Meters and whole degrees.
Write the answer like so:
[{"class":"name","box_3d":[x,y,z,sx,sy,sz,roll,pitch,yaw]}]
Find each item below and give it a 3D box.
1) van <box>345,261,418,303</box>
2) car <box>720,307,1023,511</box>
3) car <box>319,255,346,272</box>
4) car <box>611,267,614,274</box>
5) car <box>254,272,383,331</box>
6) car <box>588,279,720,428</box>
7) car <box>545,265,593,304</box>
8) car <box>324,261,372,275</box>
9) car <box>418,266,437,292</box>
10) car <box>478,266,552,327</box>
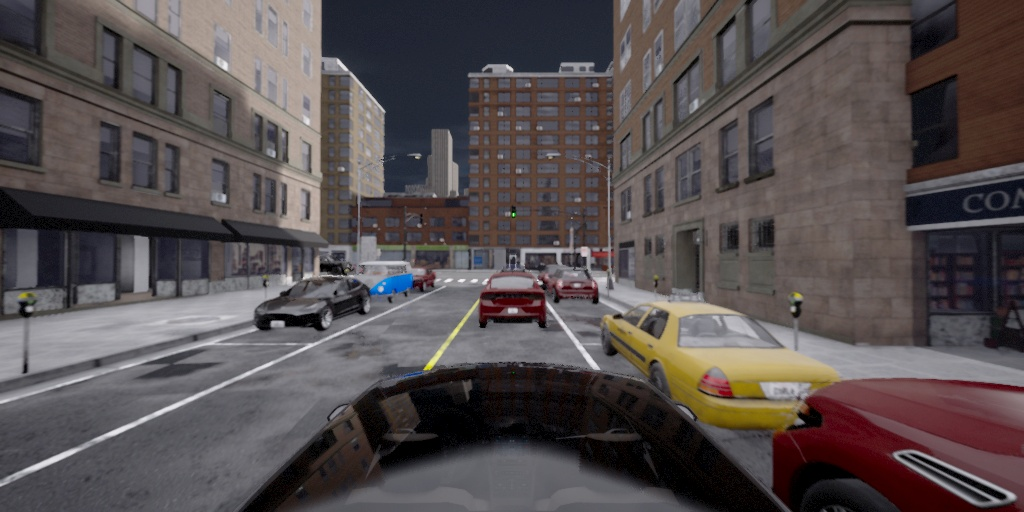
[{"class":"van","box_3d":[-5.857,1.129,16.621,1.690,1.789,3.998,0,0,0]},{"class":"car","box_3d":[2.669,1.061,0.171,2.192,1.841,5.009,0,0,0]},{"class":"car","box_3d":[-18.392,0.880,35.021,5.566,2.045,2.150,0,-1,0]},{"class":"car","box_3d":[14.447,1.560,44.756,4.674,1.442,1.812,0,-1,2]},{"class":"car","box_3d":[-5.857,1.339,11.139,1.948,1.339,4.313,0,0,0]},{"class":"car","box_3d":[2.669,1.284,5.824,1.751,1.417,4.829,0,0,0]},{"class":"car","box_3d":[2.669,1.228,16.620,1.967,1.591,4.097,0,0,0]},{"class":"car","box_3d":[-17.483,1.269,38.258,4.181,1.385,1.994,0,-1,0]},{"class":"car","box_3d":[-5.857,1.348,22.103,1.888,1.381,4.507,0,0,0]},{"class":"car","box_3d":[0.013,1.252,11.654,1.882,1.535,5.008,0,0,0]}]
